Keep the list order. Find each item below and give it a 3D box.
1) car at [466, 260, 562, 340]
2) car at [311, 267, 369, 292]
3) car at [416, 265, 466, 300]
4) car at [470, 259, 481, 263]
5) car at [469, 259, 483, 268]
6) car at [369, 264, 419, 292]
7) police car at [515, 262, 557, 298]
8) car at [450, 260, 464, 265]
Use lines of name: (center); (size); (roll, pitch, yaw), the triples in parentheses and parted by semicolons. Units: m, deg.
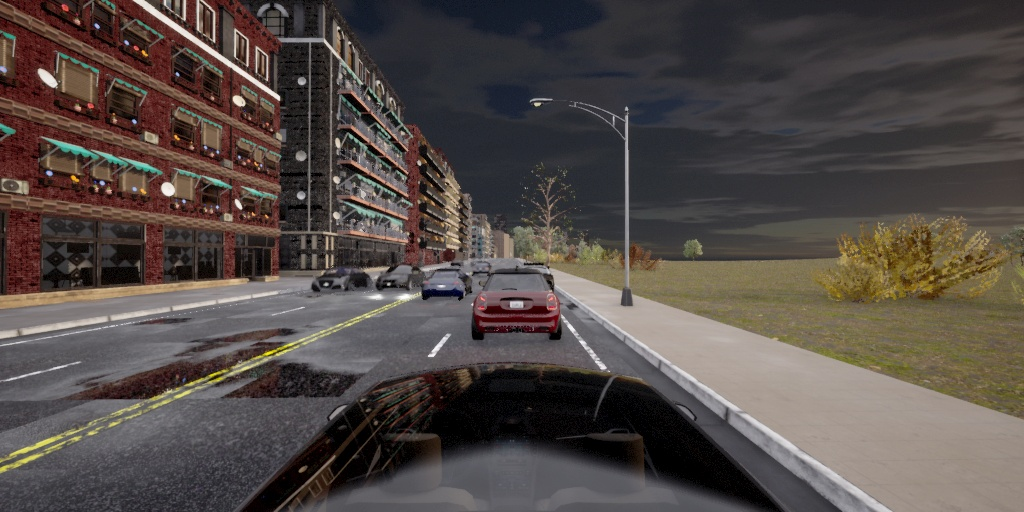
car: (0.112, 1.103, 10.126); (2.097, 1.767, 4.553); (0, 0, 0)
car: (-9.812, 1.316, 20.914); (1.994, 1.385, 4.181); (0, 0, 0)
car: (-3.118, 1.316, 17.864); (1.994, 1.385, 4.181); (0, 0, 0)
car: (-3.064, 1.300, 37.691); (2.033, 1.411, 5.357); (0, 0, 0)
car: (-6.424, 1.241, 64.580); (2.128, 1.511, 4.902); (0, 0, 1)
car: (-6.561, 1.257, 21.544); (1.837, 1.490, 4.892); (0, 0, 0)
police car: (1.173, 1.178, 19.622); (1.930, 1.638, 5.238); (0, 0, 0)
car: (-9.683, 1.351, 63.071); (1.895, 1.301, 4.718); (0, 0, 1)
